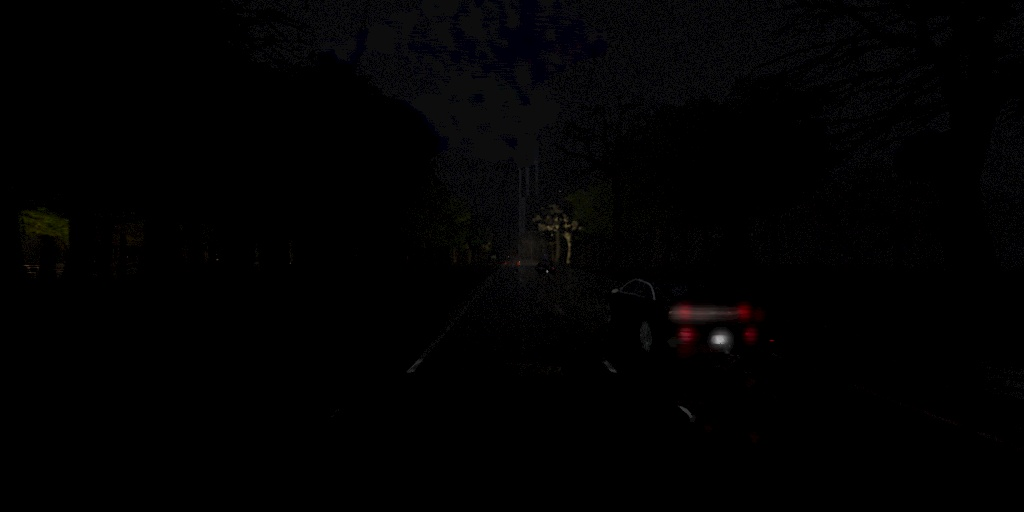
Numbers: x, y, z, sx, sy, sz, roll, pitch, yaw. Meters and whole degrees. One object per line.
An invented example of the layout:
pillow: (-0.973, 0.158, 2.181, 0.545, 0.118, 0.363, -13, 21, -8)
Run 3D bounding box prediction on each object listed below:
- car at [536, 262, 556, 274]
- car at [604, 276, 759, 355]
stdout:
car: (3.605, 1.283, 38.878, 1.895, 1.301, 4.718, 0, 0, 0)
car: (3.601, 1.225, 8.607, 2.128, 1.511, 4.902, 0, 0, 0)
